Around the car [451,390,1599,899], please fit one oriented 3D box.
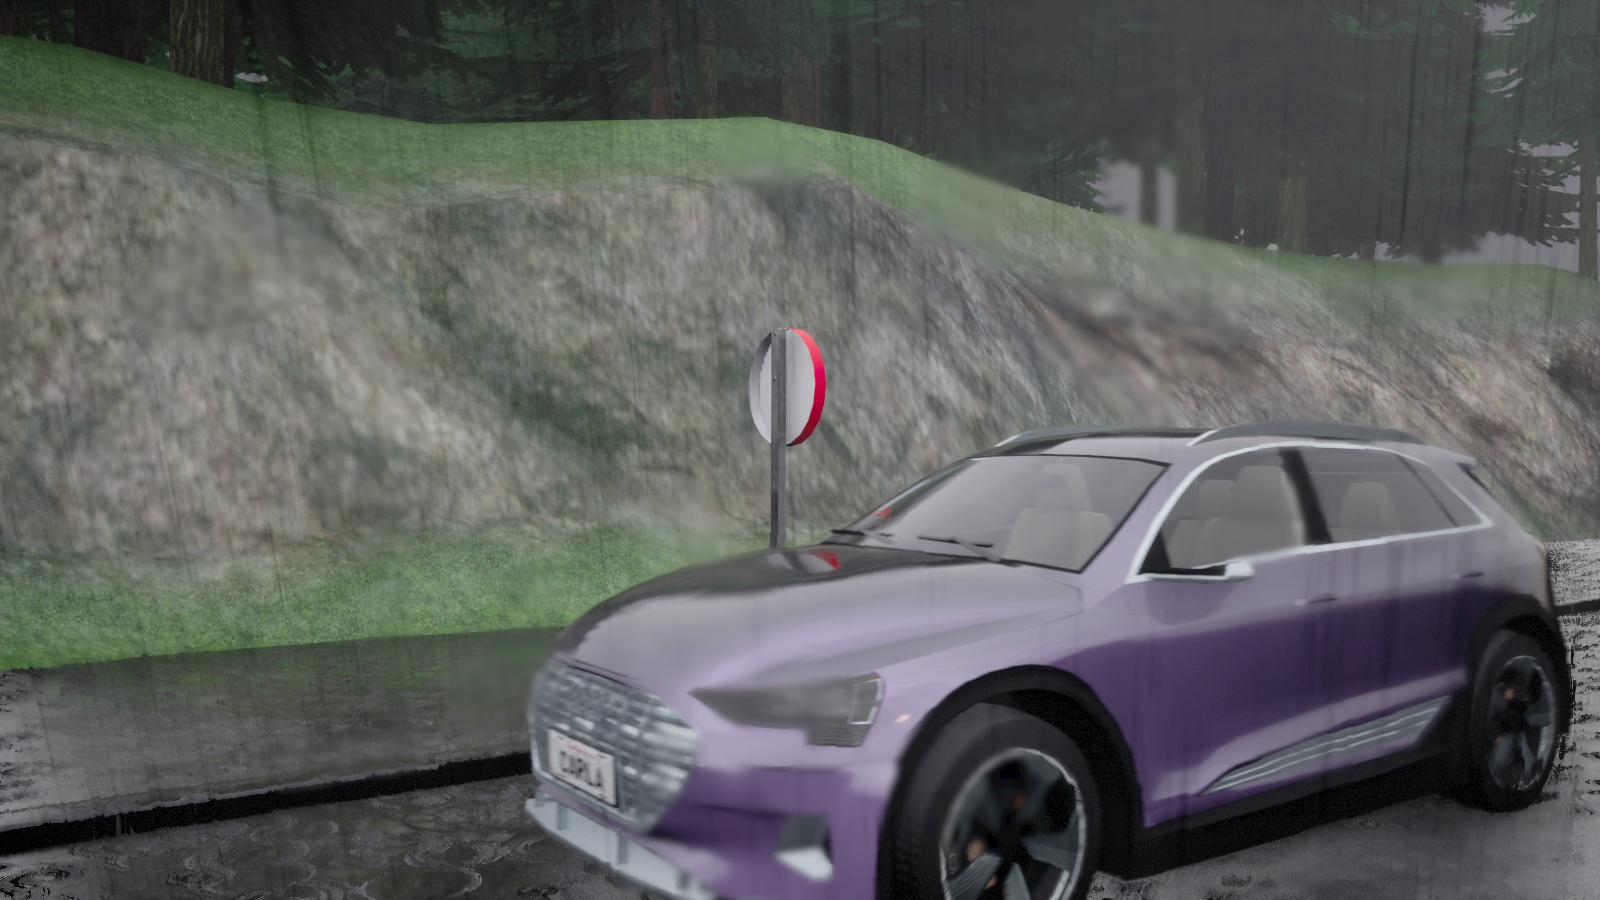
[{"bbox_3d":[1.291,0.685,5.176,4.856,1.649,2.033,0,0,-35],"label":"car"}]
